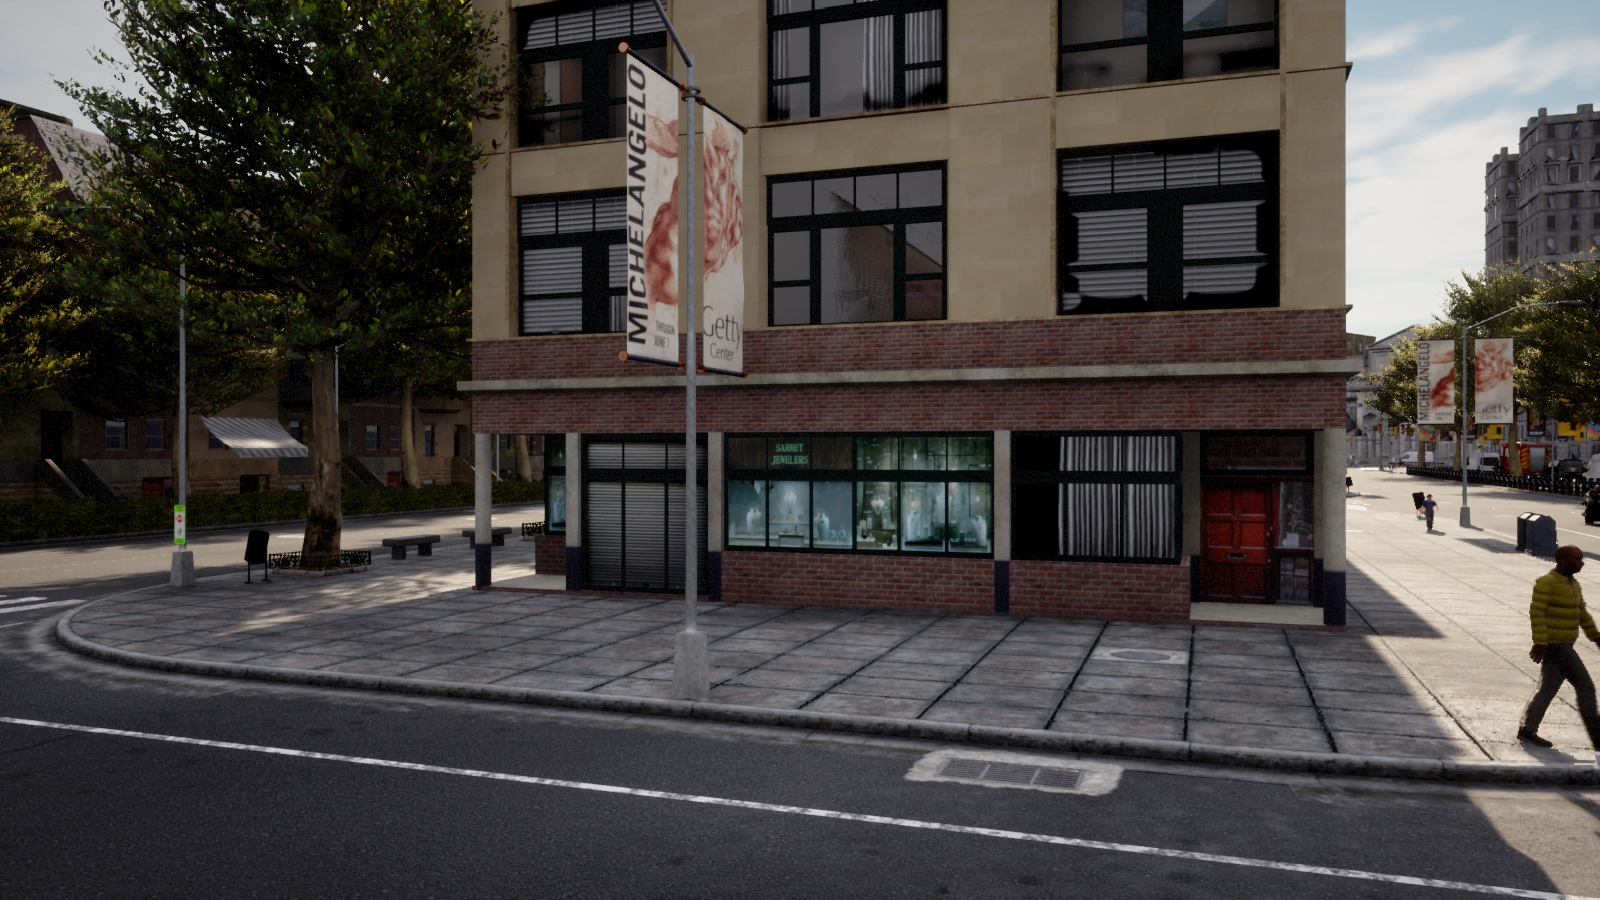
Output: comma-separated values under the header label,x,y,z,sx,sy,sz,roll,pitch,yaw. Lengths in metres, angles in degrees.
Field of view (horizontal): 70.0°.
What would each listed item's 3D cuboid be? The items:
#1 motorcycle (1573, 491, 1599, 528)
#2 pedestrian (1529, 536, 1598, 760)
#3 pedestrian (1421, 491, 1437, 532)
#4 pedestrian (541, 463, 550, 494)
label,x,y,z,sx,sy,sz,roll,pitch,yaw
motorcycle,29.556,2.201,42.304,0.867,1.251,2.209,-1,0,16
pedestrian,6.647,1.695,9.951,0.375,1.860,0.375,0,0,-33
pedestrian,20.339,1.974,36.939,0.375,1.300,0.375,0,0,19
pedestrian,-15.182,1.709,68.059,0.375,1.860,0.375,0,0,19
